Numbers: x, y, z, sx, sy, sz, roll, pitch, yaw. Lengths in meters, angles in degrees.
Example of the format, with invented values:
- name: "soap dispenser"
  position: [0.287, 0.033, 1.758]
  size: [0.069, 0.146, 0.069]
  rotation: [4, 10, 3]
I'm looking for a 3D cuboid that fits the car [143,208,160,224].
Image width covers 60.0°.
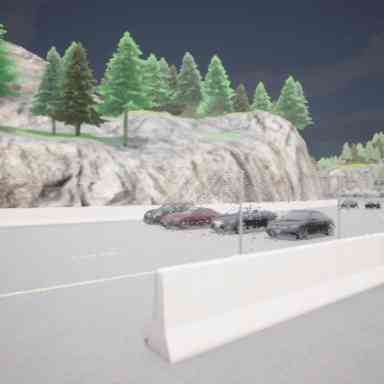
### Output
- name: "car"
  position: [-1.436, 1.521, 25.298]
  size: [4.553, 1.767, 2.097]
  rotation: [1, -1, -41]
